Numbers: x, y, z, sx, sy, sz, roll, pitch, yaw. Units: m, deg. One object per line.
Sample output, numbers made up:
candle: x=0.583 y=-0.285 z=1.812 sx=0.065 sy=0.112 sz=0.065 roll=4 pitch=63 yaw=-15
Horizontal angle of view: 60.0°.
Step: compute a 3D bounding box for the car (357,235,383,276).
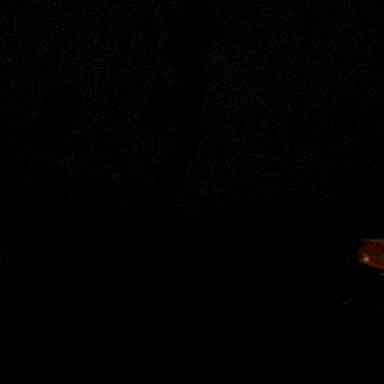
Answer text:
car: x=7.213 y=1.698 z=9.040 sx=5.008 sy=1.535 sz=1.882 roll=1 pitch=-1 yaw=0
